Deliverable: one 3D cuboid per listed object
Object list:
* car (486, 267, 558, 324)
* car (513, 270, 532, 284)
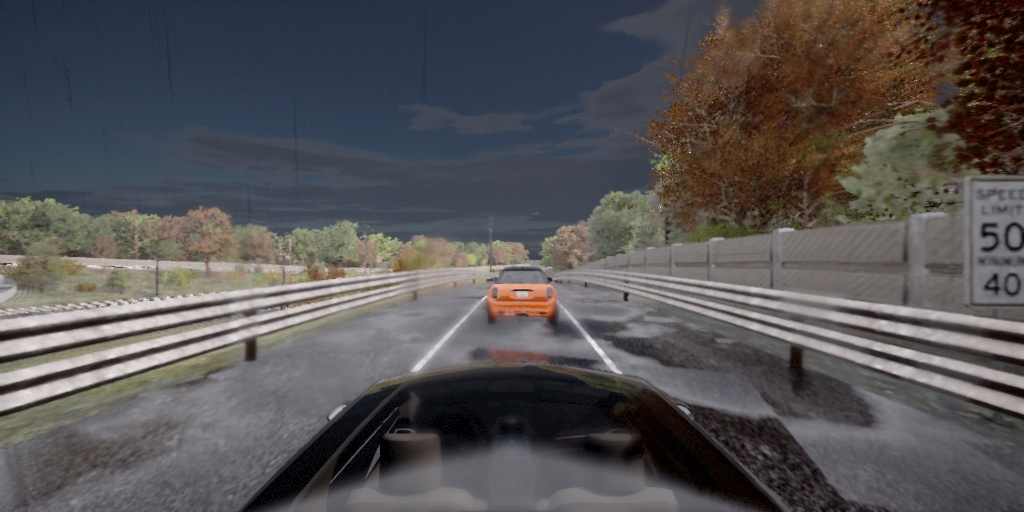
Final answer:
[{"bbox_3d":[0.341,1.142,12.320,2.097,1.767,4.553,0,-1,1],"label":"car"},{"bbox_3d":[1.245,2.404,40.745,2.033,1.411,5.357,0,-4,3],"label":"car"}]
